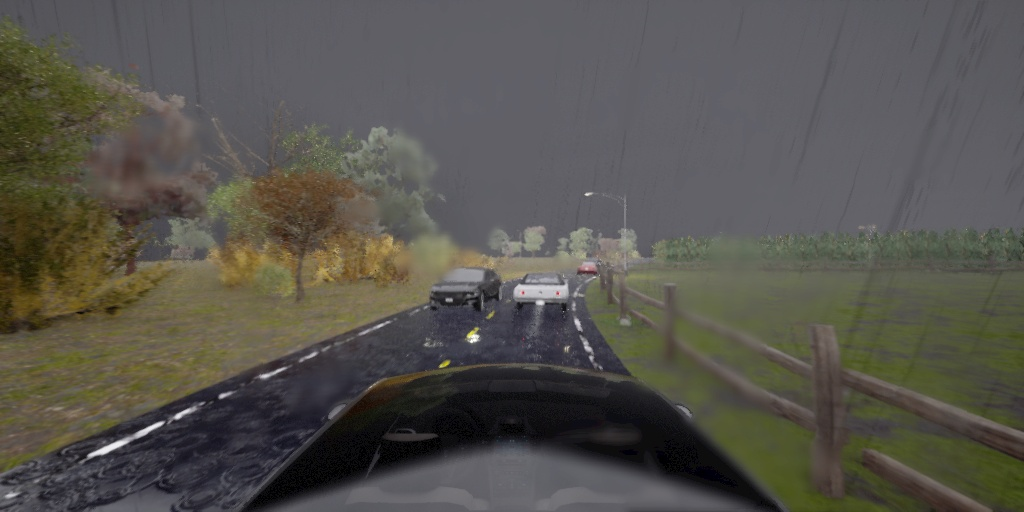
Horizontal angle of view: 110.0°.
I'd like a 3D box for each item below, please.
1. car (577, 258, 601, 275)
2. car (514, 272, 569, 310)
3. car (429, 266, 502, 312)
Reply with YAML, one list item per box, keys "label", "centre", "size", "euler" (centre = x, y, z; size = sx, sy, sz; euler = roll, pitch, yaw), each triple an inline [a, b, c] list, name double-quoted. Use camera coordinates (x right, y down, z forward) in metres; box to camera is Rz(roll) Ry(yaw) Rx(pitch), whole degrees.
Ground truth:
- label: "car"
  centre: [7.848, 1.154, 35.871]
  size: [1.994, 1.385, 4.181]
  euler: [0, 0, 22]
- label: "car"
  centre: [1.326, 1.295, 14.449]
  size: [1.895, 1.301, 4.718]
  euler: [0, 0, 9]
- label: "car"
  centre: [-1.657, 1.165, 14.230]
  size: [1.882, 1.535, 5.008]
  euler: [0, 0, 9]
